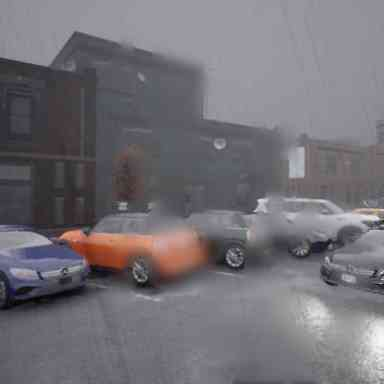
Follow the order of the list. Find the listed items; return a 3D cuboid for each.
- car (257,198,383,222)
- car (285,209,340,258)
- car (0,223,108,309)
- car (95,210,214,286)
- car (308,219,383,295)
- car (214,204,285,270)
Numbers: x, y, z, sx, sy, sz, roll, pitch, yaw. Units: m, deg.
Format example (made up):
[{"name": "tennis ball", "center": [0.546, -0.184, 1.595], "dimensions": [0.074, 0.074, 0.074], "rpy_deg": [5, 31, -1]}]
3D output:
[{"name": "car", "center": [5.401, 1.300, 14.879], "dimensions": [5.566, 2.045, 2.435], "rpy_deg": [-1, -1, 35]}, {"name": "car", "center": [2.952, 1.564, 13.144], "dimensions": [4.792, 1.488, 2.163], "rpy_deg": [-1, -1, 35]}, {"name": "car", "center": [-4.430, 1.530, 7.954], "dimensions": [4.674, 1.452, 2.002], "rpy_deg": [-1, -1, 35]}, {"name": "car", "center": [-1.955, 1.378, 9.667], "dimensions": [4.553, 1.767, 2.185], "rpy_deg": [-1, -1, 35]}, {"name": "car", "center": [5.188, 1.570, 8.323], "dimensions": [4.674, 1.442, 1.812], "rpy_deg": [0, 0, -35]}, {"name": "car", "center": [0.495, 1.393, 11.400], "dimensions": [4.553, 1.767, 2.185], "rpy_deg": [-1, -1, 35]}]
